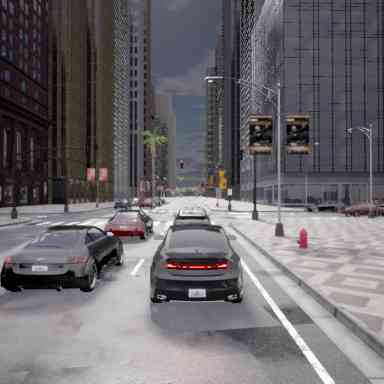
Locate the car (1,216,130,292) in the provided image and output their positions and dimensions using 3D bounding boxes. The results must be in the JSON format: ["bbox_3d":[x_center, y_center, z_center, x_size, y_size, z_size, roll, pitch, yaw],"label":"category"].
[{"bbox_3d":[-3.168,1.576,8.979,1.994,1.385,4.181,0,0,1],"label":"car"}]

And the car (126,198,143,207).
[{"bbox_3d":[-9.915,1.775,57.862,2.128,1.511,4.902,0,0,0],"label":"car"}]

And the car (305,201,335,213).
[{"bbox_3d":[15.131,1.660,37.771,4.313,1.339,1.947,0,0,-1],"label":"car"}]

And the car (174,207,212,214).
[{"bbox_3d":[0.025,1.529,17.526,2.128,1.511,4.902,0,0,0],"label":"car"}]

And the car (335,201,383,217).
[{"bbox_3d":[15.274,1.576,29.247,4.206,1.307,1.802,0,0,-1],"label":"car"}]

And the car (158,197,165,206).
[{"bbox_3d":[-6.656,1.652,60.074,2.097,1.767,4.553,0,0,0],"label":"car"}]

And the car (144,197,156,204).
[{"bbox_3d":[-9.863,1.986,78.342,2.033,1.411,5.357,0,0,0],"label":"car"}]

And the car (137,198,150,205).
[{"bbox_3d":[-9.852,1.923,67.748,1.994,1.385,4.181,0,0,1],"label":"car"}]

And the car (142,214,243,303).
[{"bbox_3d":[0.089,1.515,8.204,1.837,1.490,4.892,0,0,0],"label":"car"}]

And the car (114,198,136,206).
[{"bbox_3d":[-9.918,1.765,48.307,2.033,1.411,5.357,0,0,0],"label":"car"}]

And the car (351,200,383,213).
[{"bbox_3d":[20.771,1.641,37.867,4.313,1.339,1.947,0,0,-1],"label":"car"}]

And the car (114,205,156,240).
[{"bbox_3d":[-3.174,1.601,17.379,1.994,1.385,4.181,0,0,0],"label":"car"}]

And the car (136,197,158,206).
[{"bbox_3d":[-6.667,1.706,50.037,1.882,1.535,5.008,0,0,0],"label":"car"}]
